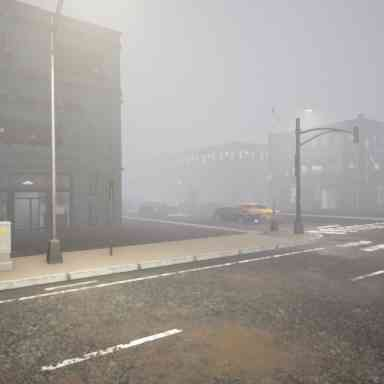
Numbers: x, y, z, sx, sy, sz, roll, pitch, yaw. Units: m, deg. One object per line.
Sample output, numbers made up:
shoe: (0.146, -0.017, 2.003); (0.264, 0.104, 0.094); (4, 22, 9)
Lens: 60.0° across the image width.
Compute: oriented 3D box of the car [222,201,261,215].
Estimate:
car: (5.623, 1.806, 38.318); (2.008, 1.369, 4.403); (-2, 0, -35)

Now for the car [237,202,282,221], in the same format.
car: (5.413, 1.702, 28.633); (1.882, 1.535, 5.008); (-1, 0, -35)

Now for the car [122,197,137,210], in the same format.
car: (-11.067, 2.037, 51.908); (2.128, 1.511, 4.902); (-1, 0, -35)

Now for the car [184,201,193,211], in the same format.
car: (-0.790, 1.962, 47.340); (1.802, 1.307, 4.206); (-2, 0, -35)

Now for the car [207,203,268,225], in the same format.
car: (3.529, 1.811, 26.592); (1.947, 1.339, 4.313); (-2, 0, -35)

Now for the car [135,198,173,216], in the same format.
car: (-4.416, 1.843, 37.971); (1.967, 1.590, 4.097); (-1, 0, -35)

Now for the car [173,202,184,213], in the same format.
car: (-3.276, 1.960, 40.859); (1.994, 1.385, 4.181); (-1, 0, -36)

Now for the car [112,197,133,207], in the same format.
car: (-13.626, 1.936, 65.384); (2.192, 1.841, 5.009); (-1, 0, -35)

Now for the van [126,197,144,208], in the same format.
van: (-10.418, 1.903, 60.874); (1.690, 1.788, 3.998); (-1, 0, -35)

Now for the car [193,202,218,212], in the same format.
car: (2.416, 1.900, 42.830); (1.802, 1.307, 4.206); (-2, 0, -35)
